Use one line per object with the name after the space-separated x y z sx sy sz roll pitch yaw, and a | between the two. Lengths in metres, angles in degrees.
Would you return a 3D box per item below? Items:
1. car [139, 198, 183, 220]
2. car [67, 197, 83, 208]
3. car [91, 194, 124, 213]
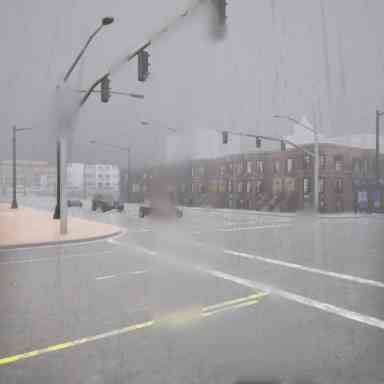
-2.699 1.352 28.273 2.097 1.767 4.553 0 0 -35 | car
-17.621 1.526 49.077 1.812 1.442 4.674 0 0 -36 | car
-9.723 1.223 38.046 2.150 2.045 5.566 0 0 -36 | car
